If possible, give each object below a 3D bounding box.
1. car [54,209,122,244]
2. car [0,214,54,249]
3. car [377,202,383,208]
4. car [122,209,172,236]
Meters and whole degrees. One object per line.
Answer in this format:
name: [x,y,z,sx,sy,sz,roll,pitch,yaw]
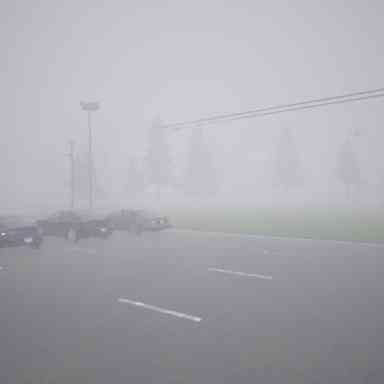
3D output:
car: [-6.098,1.616,16.823,5.008,1.535,1.882,0,0,36]
car: [-8.046,1.663,13.911,4.674,1.442,1.812,0,0,36]
car: [28.853,1.579,46.697,5.357,1.411,2.033,0,0,-14]
car: [-3.672,1.681,19.383,5.357,1.411,2.033,-1,0,36]
